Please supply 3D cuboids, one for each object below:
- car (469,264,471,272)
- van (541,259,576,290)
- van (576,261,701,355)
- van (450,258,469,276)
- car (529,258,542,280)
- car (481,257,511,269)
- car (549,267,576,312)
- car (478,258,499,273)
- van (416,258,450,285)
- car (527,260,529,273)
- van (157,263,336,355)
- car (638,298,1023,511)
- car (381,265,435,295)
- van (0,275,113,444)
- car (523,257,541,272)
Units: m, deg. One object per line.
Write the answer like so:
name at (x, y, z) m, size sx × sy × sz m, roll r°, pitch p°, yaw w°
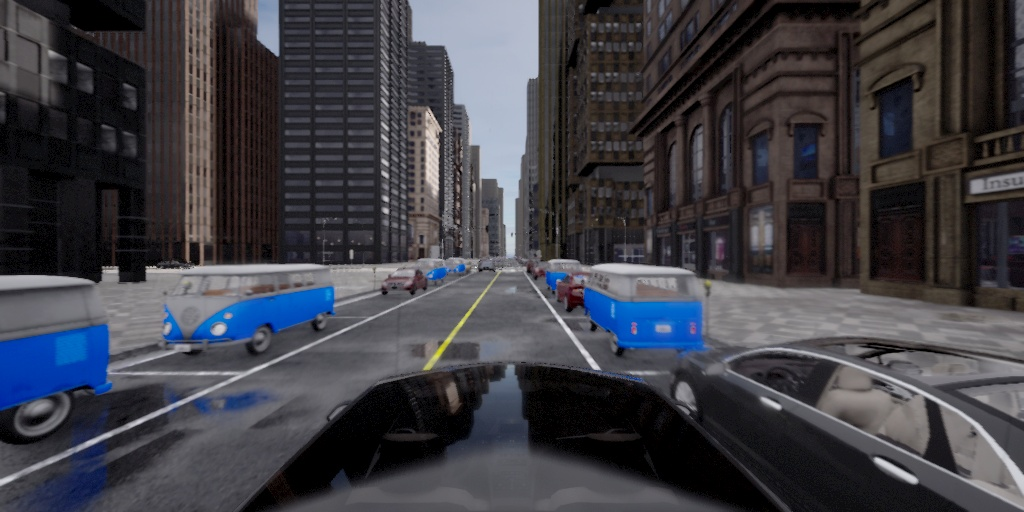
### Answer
car at (-5.775, 1.277, 42.268) m, size 1.751 × 1.417 × 4.829 m, roll 0°, pitch 0°, yaw 0°
van at (2.757, 1.090, 19.740) m, size 1.690 × 1.789 × 3.998 m, roll 0°, pitch 0°, yaw 0°
van at (2.761, 1.090, 8.386) m, size 1.690 × 1.789 × 3.998 m, roll 0°, pitch 0°, yaw 0°
van at (-5.773, 1.091, 36.760) m, size 1.690 × 1.789 × 3.998 m, roll 0°, pitch 0°, yaw 0°
car at (2.754, 1.190, 31.095) m, size 1.967 × 1.591 × 4.097 m, roll 0°, pitch 0°, yaw 0°
car at (-2.607, 1.267, 54.439) m, size 4.902 × 1.511 × 2.128 m, roll 0°, pitch 0°, yaw 0°
car at (2.759, 1.294, 14.063) m, size 1.888 × 1.381 × 4.507 m, roll 0°, pitch 0°, yaw 0°
car at (-3.032, 1.317, 44.294) m, size 1.994 × 1.385 × 4.181 m, roll 0°, pitch 0°, yaw 1°
van at (-5.770, 1.090, 25.406) m, size 1.690 × 1.789 × 3.998 m, roll 0°, pitch 0°, yaw 0°
car at (2.752, 1.333, 36.773) m, size 1.802 × 1.307 × 4.207 m, roll 0°, pitch 0°, yaw 0°
van at (-5.764, 1.090, 8.373) m, size 1.690 × 1.789 × 3.998 m, roll 0°, pitch 0°, yaw 0°
car at (2.763, 1.300, 2.708) m, size 2.007 × 1.370 × 4.403 m, roll 0°, pitch 0°, yaw 0°
car at (-5.768, 1.331, 19.728) m, size 1.802 × 1.307 × 4.207 m, roll 0°, pitch 0°, yaw 0°
van at (-5.763, 1.090, 2.696) m, size 1.690 × 1.789 × 3.998 m, roll 0°, pitch 0°, yaw 0°
car at (2.750, 1.067, 42.450) m, size 2.192 × 1.841 × 5.009 m, roll 0°, pitch 0°, yaw 0°
